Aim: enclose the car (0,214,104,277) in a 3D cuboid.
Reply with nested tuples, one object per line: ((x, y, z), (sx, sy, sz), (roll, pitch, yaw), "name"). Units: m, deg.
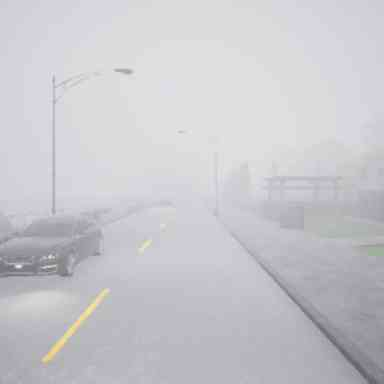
((-4.097, 1.505, 10.287), (1.837, 1.490, 4.892), (0, 0, 0), "car")

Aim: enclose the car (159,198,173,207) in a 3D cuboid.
((-4.057, 1.603, 51.688), (1.895, 1.301, 4.718), (0, 0, 0), "car")
